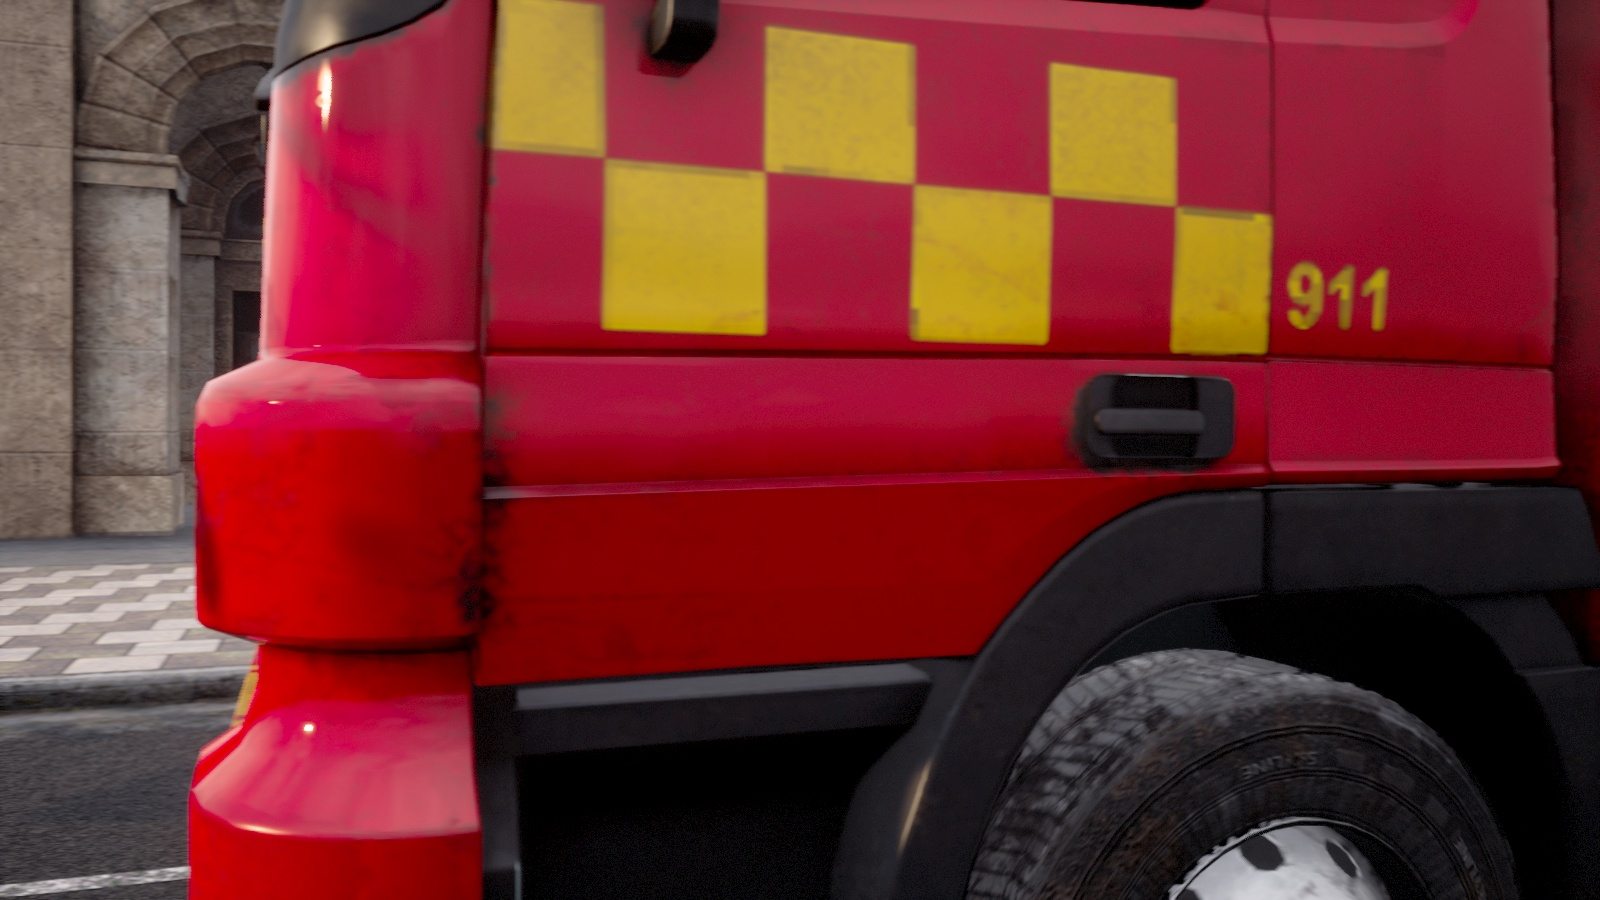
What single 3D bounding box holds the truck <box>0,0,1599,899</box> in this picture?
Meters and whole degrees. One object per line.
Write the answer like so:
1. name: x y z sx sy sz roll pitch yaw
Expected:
1. truck: 2.477 -0.470 4.127 8.468 3.827 2.891 -1 1 -21
